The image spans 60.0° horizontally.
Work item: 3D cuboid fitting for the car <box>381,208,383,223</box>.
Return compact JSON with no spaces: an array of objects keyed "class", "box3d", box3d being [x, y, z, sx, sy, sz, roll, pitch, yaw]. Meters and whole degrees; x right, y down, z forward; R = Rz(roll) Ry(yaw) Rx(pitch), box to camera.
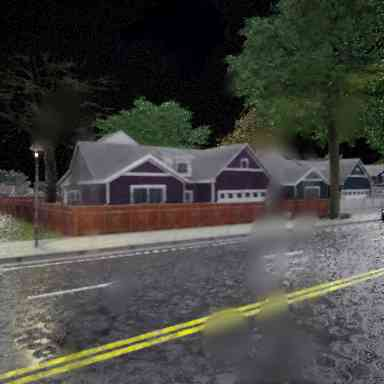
[{"class":"car","box3d":[14.926,1.158,22.315,5.566,2.045,2.150,0,0,-36]}]
